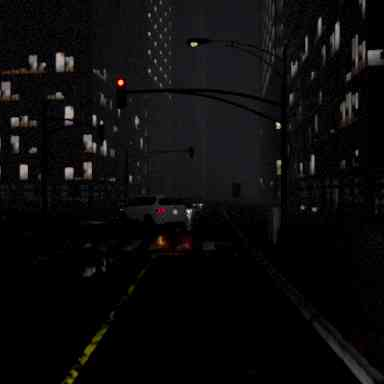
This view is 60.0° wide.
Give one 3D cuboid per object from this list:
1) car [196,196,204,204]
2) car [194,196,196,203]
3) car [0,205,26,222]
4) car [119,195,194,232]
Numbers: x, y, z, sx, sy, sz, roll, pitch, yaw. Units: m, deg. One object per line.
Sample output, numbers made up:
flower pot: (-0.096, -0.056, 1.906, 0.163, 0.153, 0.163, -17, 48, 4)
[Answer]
car: (1.030, 1.376, 61.003, 1.812, 1.442, 4.674, 0, 0, 8)
car: (-0.905, 1.432, 43.759, 1.812, 1.442, 4.674, 0, 0, 5)
car: (-16.410, 1.816, 28.360, 4.403, 1.369, 2.008, -1, 1, 10)
car: (-2.543, 1.225, 20.629, 2.150, 2.045, 5.566, 1, -2, -37)
